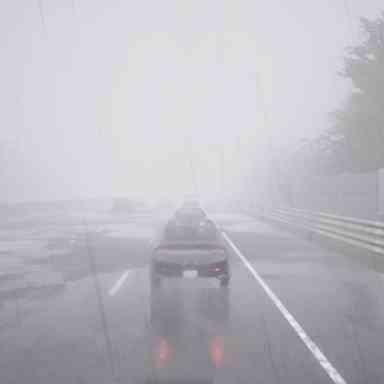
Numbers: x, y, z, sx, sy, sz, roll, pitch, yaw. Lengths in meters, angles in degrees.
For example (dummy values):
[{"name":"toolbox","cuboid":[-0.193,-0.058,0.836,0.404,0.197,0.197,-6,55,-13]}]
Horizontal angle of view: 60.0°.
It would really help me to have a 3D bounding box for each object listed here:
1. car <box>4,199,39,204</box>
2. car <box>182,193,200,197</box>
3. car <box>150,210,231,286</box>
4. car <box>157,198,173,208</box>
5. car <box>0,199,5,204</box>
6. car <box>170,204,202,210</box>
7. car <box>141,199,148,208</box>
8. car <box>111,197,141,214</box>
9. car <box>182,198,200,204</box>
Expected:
[{"name":"car","cuboid":[-17.705,1.534,35.858,1.895,1.301,4.718,0,0,0]},{"name":"car","cuboid":[-0.164,1.140,44.654,2.150,2.045,5.566,0,0,0]},{"name":"car","cuboid":[-0.042,1.474,9.306,2.128,1.511,4.902,0,0,0]},{"name":"car","cuboid":[-3.665,1.464,45.453,2.033,1.411,5.357,0,0,0]},{"name":"car","cuboid":[-21.204,1.494,36.293,1.812,1.442,4.674,0,0,0]},{"name":"car","cuboid":[-0.094,1.566,18.670,1.895,1.301,4.718,0,0,0]},{"name":"car","cuboid":[-7.156,1.518,45.018,1.895,1.301,4.718,0,0,0]},{"name":"car","cuboid":[-7.097,1.287,35.177,2.097,1.767,4.553,0,0,0]},{"name":"car","cuboid":[-0.155,1.495,28.410,2.033,1.411,5.357,0,0,0]}]
